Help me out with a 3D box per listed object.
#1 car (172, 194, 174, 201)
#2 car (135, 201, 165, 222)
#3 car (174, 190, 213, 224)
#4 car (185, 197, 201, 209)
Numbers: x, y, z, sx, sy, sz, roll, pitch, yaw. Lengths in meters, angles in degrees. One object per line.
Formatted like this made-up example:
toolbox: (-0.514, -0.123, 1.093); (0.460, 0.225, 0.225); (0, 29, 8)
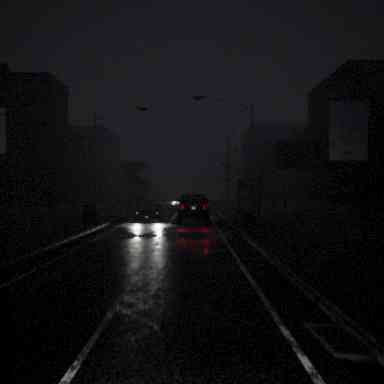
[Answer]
car: (-3.012, 1.044, 66.112); (2.128, 1.511, 4.902); (0, 0, 0)
car: (-3.097, 1.410, 25.040); (1.812, 1.442, 4.674); (0, 0, 0)
car: (0.102, 1.114, 24.190); (2.150, 2.045, 5.566); (0, 1, 0)
car: (0.102, 1.337, 42.284); (1.895, 1.301, 4.718); (0, 0, 0)
